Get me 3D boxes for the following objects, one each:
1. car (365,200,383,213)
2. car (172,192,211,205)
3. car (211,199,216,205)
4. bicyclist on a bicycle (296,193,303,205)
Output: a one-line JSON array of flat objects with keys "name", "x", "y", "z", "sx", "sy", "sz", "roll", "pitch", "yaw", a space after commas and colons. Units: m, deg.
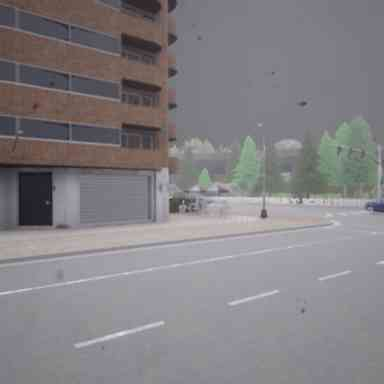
[{"name": "car", "x": 18.179, "y": 1.233, "z": 30.005, "sx": 1.882, "sy": 1.535, "sz": 5.008, "roll": 0, "pitch": 0, "yaw": -23}, {"name": "car", "x": -0.416, "y": 1.014, "z": 44.170, "sx": 2.150, "sy": 2.045, "sz": 5.566, "roll": 0, "pitch": 0, "yaw": -39}, {"name": "car", "x": 1.403, "y": 1.278, "z": 47.195, "sx": 1.837, "sy": 1.490, "sz": 4.892, "roll": 0, "pitch": 0, "yaw": -42}, {"name": "bicyclist on a bicycle", "x": 15.341, "y": 1.007, "z": 47.338, "sx": 1.656, "sy": 1.620, "sz": 0.582, "roll": -1, "pitch": 0, "yaw": -36}]
